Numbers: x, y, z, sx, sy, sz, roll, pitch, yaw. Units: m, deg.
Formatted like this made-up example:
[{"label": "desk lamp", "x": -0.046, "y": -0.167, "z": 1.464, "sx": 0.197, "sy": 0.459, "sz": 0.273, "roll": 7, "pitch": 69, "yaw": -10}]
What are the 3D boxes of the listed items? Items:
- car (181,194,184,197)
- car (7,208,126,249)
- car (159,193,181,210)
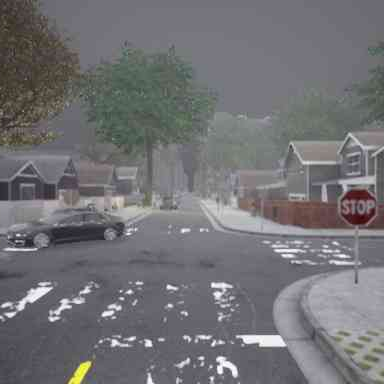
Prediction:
[{"label": "car", "x": -2.806, "y": 1.407, "z": 55.248, "sx": 1.994, "sy": 1.385, "sz": 4.181, "roll": 0, "pitch": 0, "yaw": 0}, {"label": "car", "x": -5.224, "y": 1.498, "z": 14.392, "sx": 4.892, "sy": 1.490, "sz": 1.837, "roll": 0, "pitch": 4, "yaw": -44}, {"label": "car", "x": -2.792, "y": 1.268, "z": 40.438, "sx": 2.097, "sy": 1.767, "sz": 4.553, "roll": 0, "pitch": 0, "yaw": 0}]
